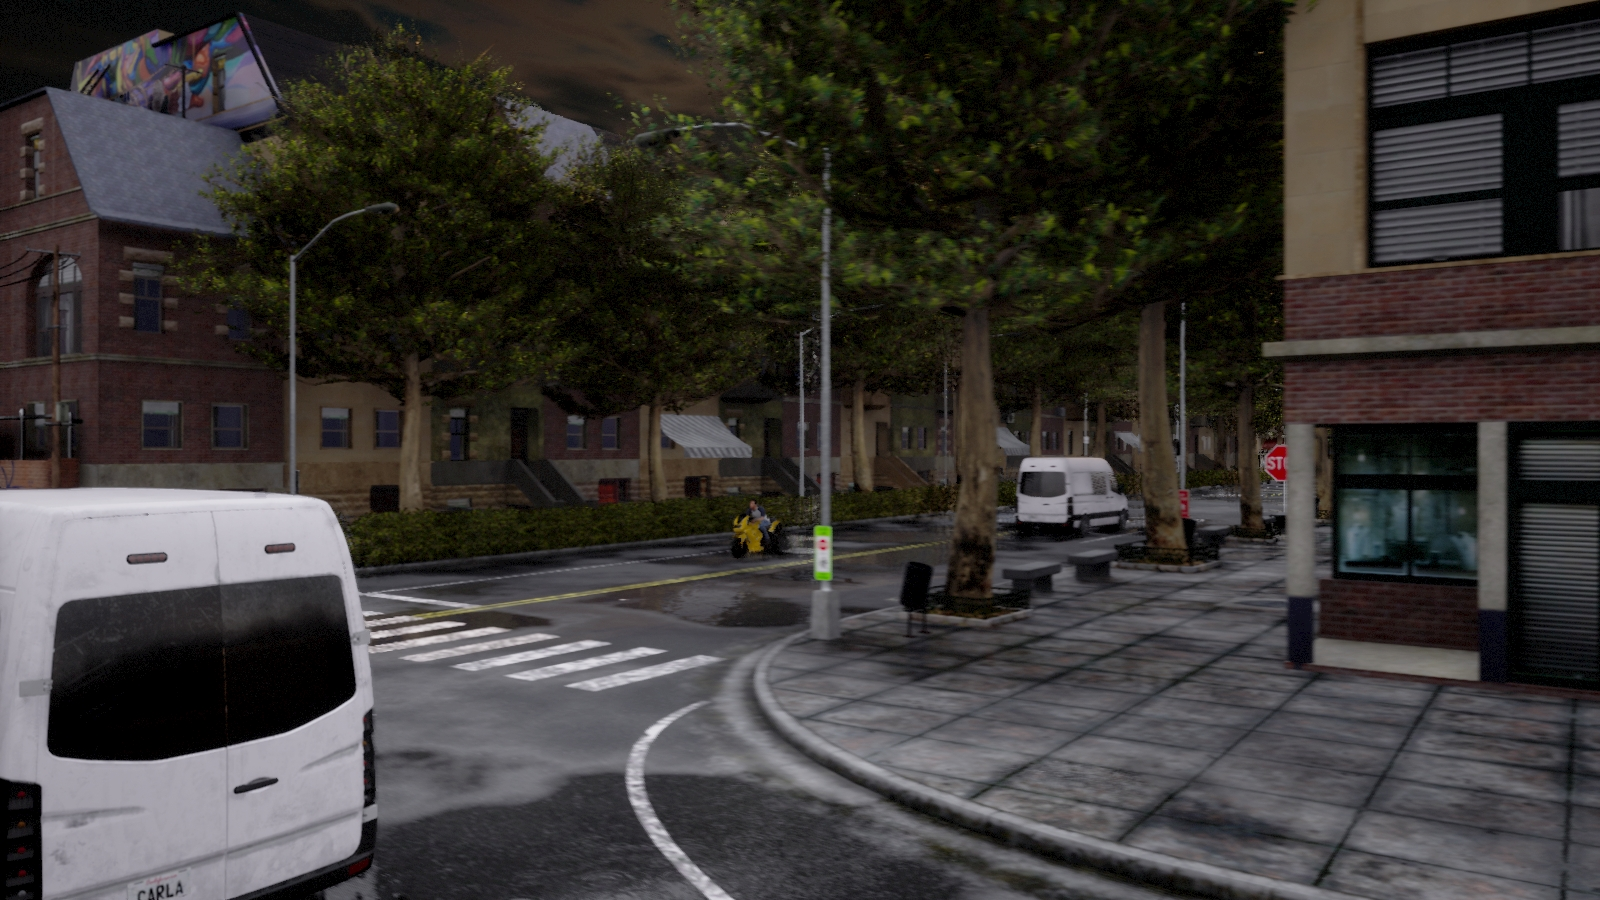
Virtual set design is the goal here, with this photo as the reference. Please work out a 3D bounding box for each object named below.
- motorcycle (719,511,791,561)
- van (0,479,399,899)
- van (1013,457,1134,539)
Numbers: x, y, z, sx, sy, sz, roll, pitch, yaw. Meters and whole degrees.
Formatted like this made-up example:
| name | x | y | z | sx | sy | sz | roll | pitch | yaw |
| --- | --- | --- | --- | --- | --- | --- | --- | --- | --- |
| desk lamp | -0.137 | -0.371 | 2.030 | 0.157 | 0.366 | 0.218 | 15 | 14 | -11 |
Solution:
| name | x | y | z | sx | sy | sz | roll | pitch | yaw |
| --- | --- | --- | --- | --- | --- | --- | --- | --- | --- |
| motorcycle | -1.154 | 2.211 | 29.804 | 0.803 | 1.145 | 2.033 | 0 | 0 | 35 |
| van | -5.328 | 1.533 | 7.527 | 5.915 | 2.561 | 1.988 | 0 | 0 | 35 |
| van | 9.401 | 1.532 | 38.928 | 1.988 | 2.561 | 5.915 | 0 | 0 | 35 |
